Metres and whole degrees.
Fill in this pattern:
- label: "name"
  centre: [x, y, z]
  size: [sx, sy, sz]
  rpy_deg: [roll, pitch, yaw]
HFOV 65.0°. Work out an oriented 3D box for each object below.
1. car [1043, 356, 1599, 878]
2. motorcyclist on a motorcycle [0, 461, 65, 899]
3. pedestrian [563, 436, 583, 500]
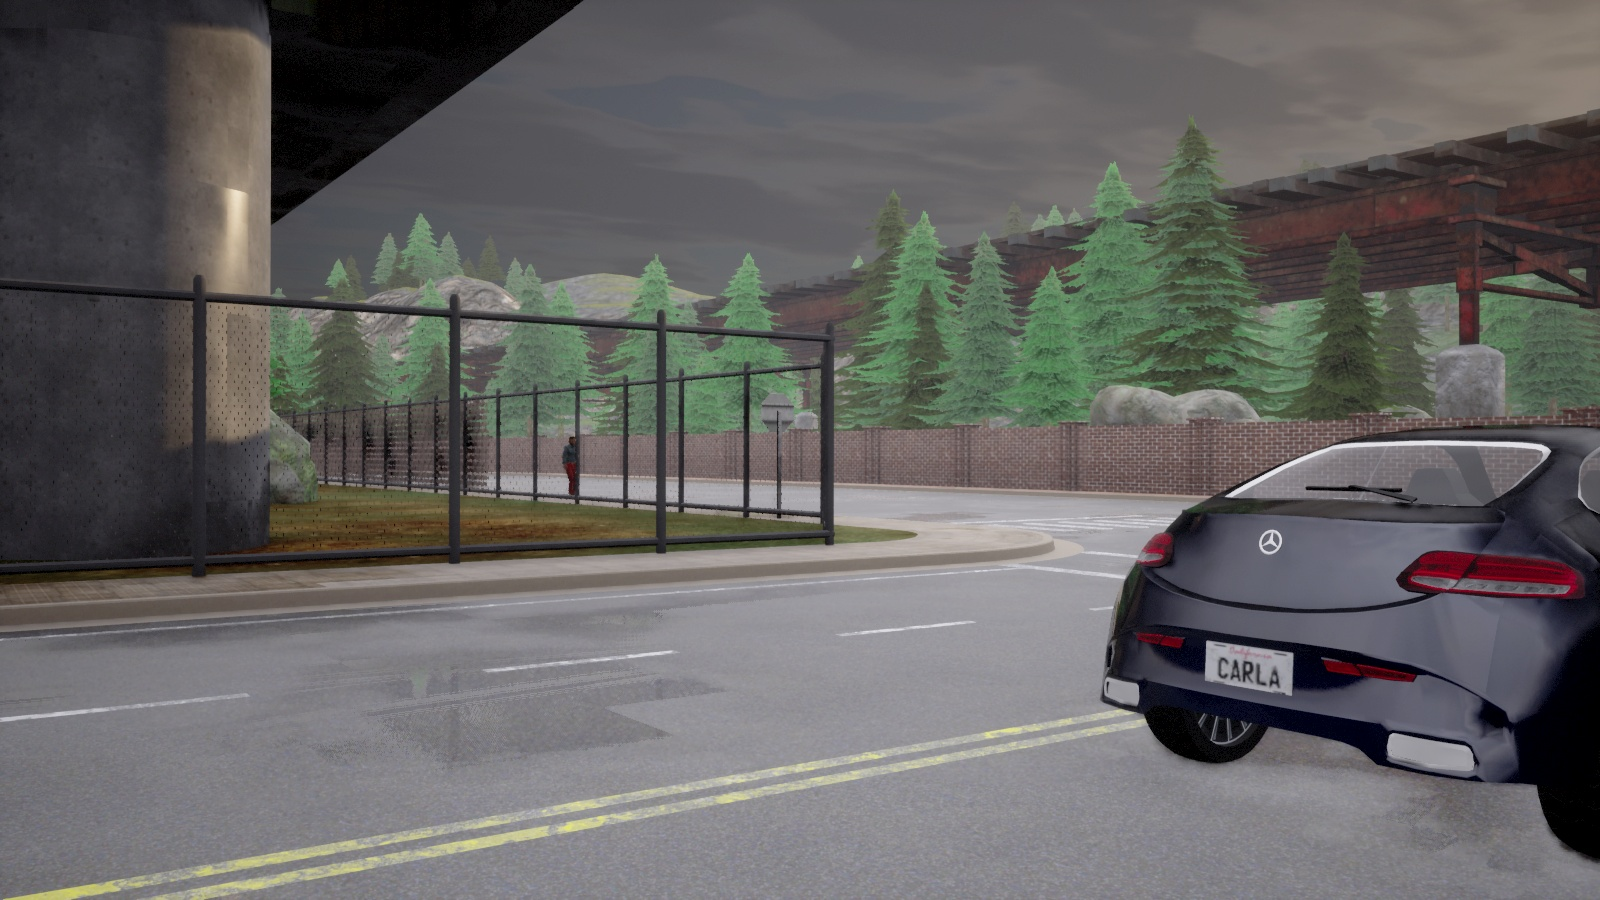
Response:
- label: "car"
  centre: [3.789, 0.531, 6.297]
  size: [5.027, 1.651, 2.152]
  rpy_deg: [0, 0, -35]
- label: "motorcyclist on a motorcycle"
  centre: [-2.448, 0.790, 1.955]
  size: [2.191, 1.530, 0.866]
  rpy_deg: [0, 0, -35]
- label: "pedestrian"
  centre: [-6.617, 0.507, 36.598]
  size: [0.353, 1.847, 0.614]
  rpy_deg: [0, 0, -36]
